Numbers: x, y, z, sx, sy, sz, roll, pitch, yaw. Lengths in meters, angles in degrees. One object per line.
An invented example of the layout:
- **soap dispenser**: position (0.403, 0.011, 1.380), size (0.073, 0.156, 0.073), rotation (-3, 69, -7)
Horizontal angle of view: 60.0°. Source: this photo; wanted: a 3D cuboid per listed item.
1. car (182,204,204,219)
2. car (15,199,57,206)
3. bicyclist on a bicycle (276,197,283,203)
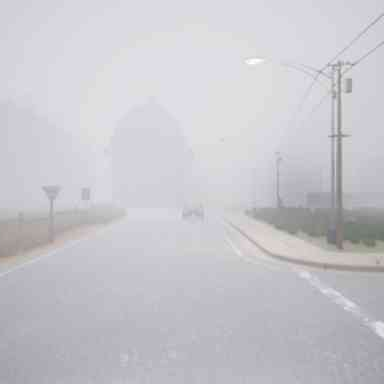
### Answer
- **car**: position (0.139, 1.680, 29.564), size (1.895, 1.301, 4.718), rotation (0, 0, 1)
- **car**: position (-20.195, 1.662, 42.748), size (5.357, 1.411, 2.033), rotation (0, 0, -4)
- **bicyclist on a bicycle**: position (12.425, 1.505, 47.275), size (1.656, 1.620, 0.582), rotation (0, 0, 33)
